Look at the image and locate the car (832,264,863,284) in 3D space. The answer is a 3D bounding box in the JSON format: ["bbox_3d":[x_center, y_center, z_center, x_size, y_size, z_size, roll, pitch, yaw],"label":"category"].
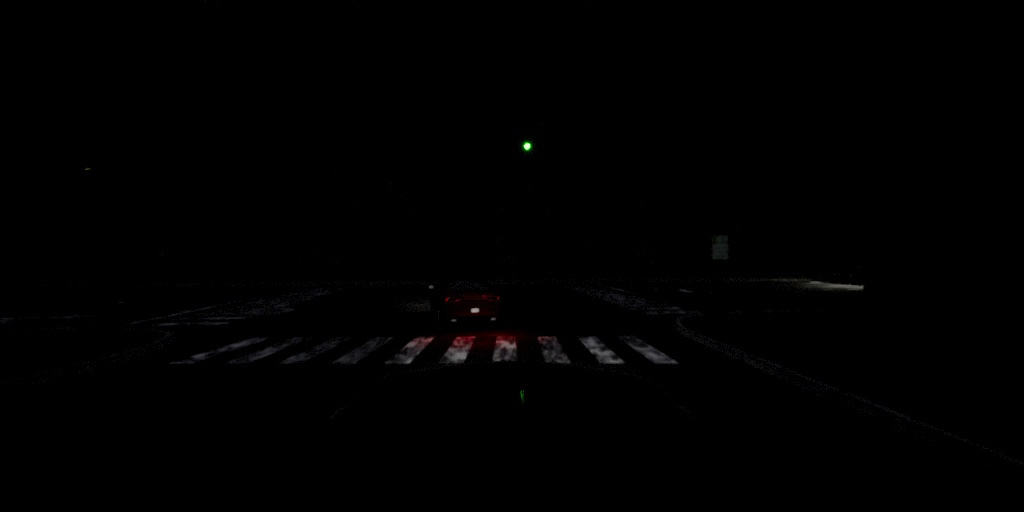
[{"bbox_3d":[28.807,1.384,29.187,5.008,1.535,1.882,0,0,-9],"label":"car"}]

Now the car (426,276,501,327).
[{"bbox_3d":[-1.845,1.456,12.706,1.882,1.535,5.008,1,-1,-18],"label":"car"}]
